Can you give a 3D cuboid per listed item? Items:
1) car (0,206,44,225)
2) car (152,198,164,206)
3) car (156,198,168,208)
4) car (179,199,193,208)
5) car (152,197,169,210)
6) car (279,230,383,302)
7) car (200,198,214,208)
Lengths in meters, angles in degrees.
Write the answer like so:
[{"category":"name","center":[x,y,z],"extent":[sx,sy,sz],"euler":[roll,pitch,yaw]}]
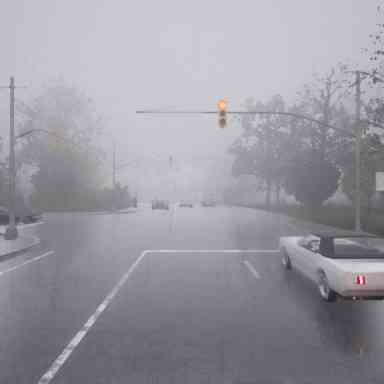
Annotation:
[{"category":"car","center":[-13.045,1.652,23.273],"extent":[4.718,1.301,1.895],"euler":[0,0,-5]},{"category":"car","center":[-6.992,2.001,67.313],"extent":[1.882,1.535,5.008],"euler":[0,-1,-12]},{"category":"car","center":[-4.843,1.721,53.206],"extent":[1.837,1.490,4.892],"euler":[0,-1,-7]},{"category":"car","center":[-1.018,1.798,52.554],"extent":[1.895,1.301,4.718],"euler":[0,-1,-6]},{"category":"car","center":[-4.059,1.425,43.105],"extent":[2.097,1.767,4.553],"euler":[0,-1,-3]},{"category":"car","center":[3.596,1.601,8.196],"extent":[1.895,1.301,4.718],"euler":[0,0,0]},{"category":"car","center":[2.401,1.696,53.328],"extent":[2.128,1.511,4.902],"euler":[0,-1,-6]}]
